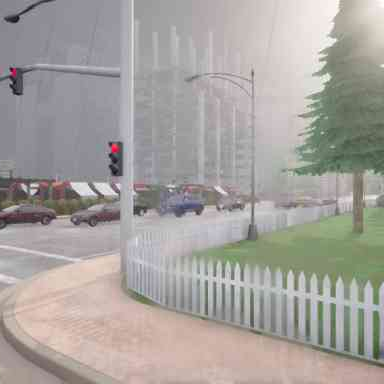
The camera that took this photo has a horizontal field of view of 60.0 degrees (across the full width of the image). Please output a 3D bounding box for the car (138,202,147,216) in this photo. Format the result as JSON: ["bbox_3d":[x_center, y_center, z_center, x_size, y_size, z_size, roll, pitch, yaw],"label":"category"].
[{"bbox_3d":[-6.169,1.478,29.887,1.882,1.535,5.008,0,0,34],"label":"car"}]

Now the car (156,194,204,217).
[{"bbox_3d":[-0.964,1.221,31.352,2.150,2.045,5.566,0,0,34],"label":"car"}]

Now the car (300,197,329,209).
[{"bbox_3d":[16.233,1.564,44.018,1.994,1.385,4.181,0,0,34],"label":"car"}]

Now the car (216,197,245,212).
[{"bbox_3d":[4.669,1.492,39.694,2.128,1.511,4.902,0,0,34],"label":"car"}]

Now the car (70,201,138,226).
[{"bbox_3d":[-6.271,1.526,23.431,1.812,1.442,4.674,0,0,34],"label":"car"}]

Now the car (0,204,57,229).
[{"bbox_3d":[-11.386,1.526,22.140,1.812,1.442,4.674,0,0,36],"label":"car"}]

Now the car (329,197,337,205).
[{"bbox_3d":[21.100,1.526,51.245,1.812,1.442,4.674,0,0,34],"label":"car"}]

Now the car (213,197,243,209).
[{"bbox_3d":[5.181,1.492,46.672,2.128,1.511,4.902,0,0,34],"label":"car"}]

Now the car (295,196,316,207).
[{"bbox_3d":[18.269,1.478,53.306,1.882,1.535,5.008,0,0,34],"label":"car"}]

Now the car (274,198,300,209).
[{"bbox_3d":[12.782,1.547,45.155,2.033,1.411,5.357,0,0,34],"label":"car"}]
